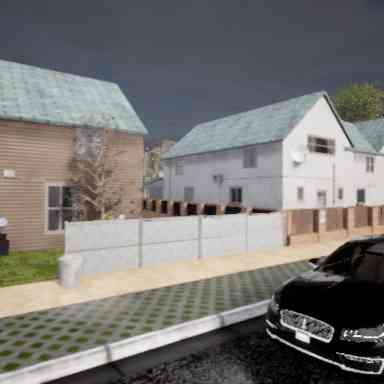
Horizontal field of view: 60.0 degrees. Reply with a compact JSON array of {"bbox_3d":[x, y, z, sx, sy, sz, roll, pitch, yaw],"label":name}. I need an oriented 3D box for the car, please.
[{"bbox_3d":[3.305,1.518,5.462,4.892,1.490,1.837,0,0,-36],"label":"car"}]
